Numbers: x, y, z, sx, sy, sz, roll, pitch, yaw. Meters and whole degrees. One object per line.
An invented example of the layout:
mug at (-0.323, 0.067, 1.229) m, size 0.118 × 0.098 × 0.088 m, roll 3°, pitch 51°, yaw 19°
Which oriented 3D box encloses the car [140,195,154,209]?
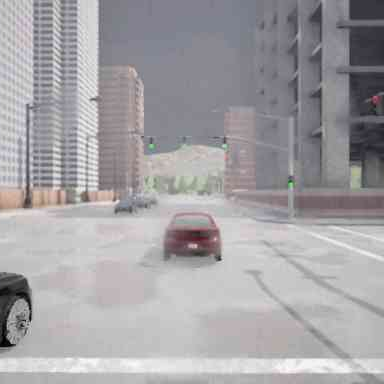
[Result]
car at (-6.984, 1.370, 46.200) m, size 2.097 × 1.767 × 4.553 m, roll 0°, pitch 0°, yaw 1°

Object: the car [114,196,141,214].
car at (-7.158, 1.519, 36.367) m, size 1.837 × 1.490 × 4.892 m, roll 0°, pitch 0°, yaw 1°

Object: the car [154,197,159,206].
car at (-6.753, 1.569, 56.468) m, size 2.033 × 1.411 × 5.357 m, roll 0°, pitch 0°, yaw 1°

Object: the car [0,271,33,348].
car at (-3.438, 1.494, 3.391) m, size 2.128 × 1.511 × 4.902 m, roll 0°, pitch 0°, yaw 0°

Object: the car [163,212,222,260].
car at (0.008, 1.482, 12.482) m, size 1.882 × 1.535 × 5.008 m, roll 0°, pitch 0°, yaw 0°
